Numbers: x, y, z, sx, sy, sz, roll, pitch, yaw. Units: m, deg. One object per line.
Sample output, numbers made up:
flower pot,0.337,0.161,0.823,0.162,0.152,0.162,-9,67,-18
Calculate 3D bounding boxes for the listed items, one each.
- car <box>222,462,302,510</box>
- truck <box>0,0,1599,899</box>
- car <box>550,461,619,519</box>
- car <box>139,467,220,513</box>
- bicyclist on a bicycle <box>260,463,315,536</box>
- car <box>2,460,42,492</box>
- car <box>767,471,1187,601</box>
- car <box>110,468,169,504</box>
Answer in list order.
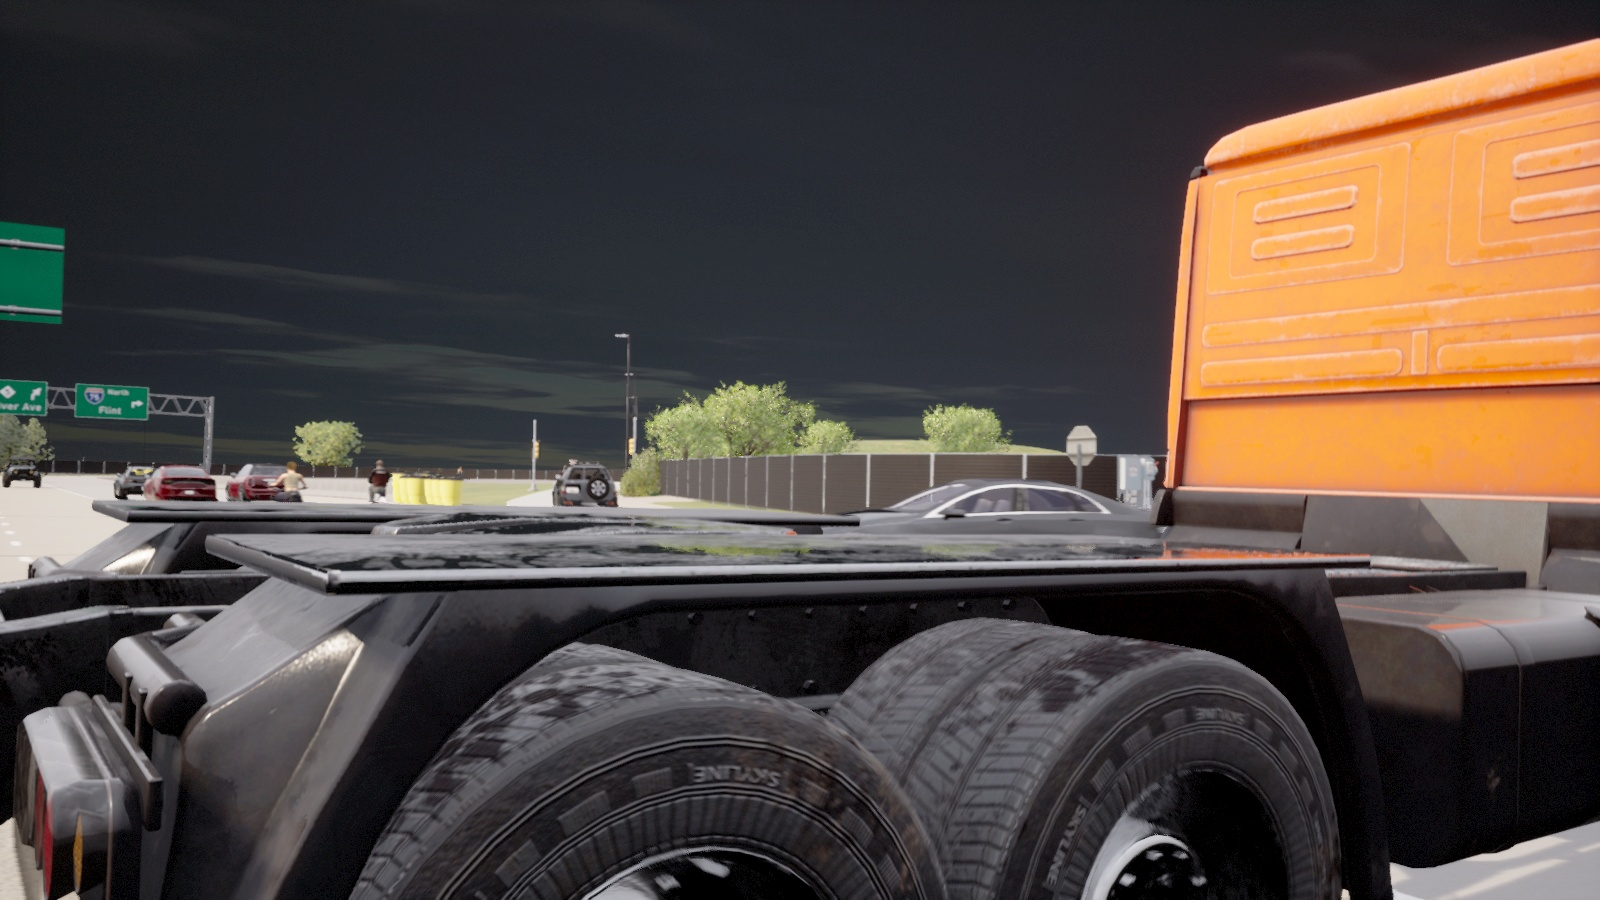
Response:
car,-21.309,1.405,49.603,2.097,1.767,4.553,2,-2,-33
truck,1.250,-0.140,4.573,7.936,3.462,2.891,2,-2,-35
car,-7.418,1.345,42.845,1.932,1.855,4.605,1,-1,-14
car,-21.720,1.371,43.858,1.882,1.535,5.008,2,-2,-33
bicyclist on a bicycle,-11.675,1.116,28.586,0.866,1.612,1.509,2,-2,-33
car,-47.687,1.566,76.968,1.905,1.878,3.866,2,-2,-33
car,2.222,1.063,16.199,4.902,1.511,2.128,1,-1,-15
car,-28.516,1.553,54.184,1.816,1.474,4.193,2,-2,-33
